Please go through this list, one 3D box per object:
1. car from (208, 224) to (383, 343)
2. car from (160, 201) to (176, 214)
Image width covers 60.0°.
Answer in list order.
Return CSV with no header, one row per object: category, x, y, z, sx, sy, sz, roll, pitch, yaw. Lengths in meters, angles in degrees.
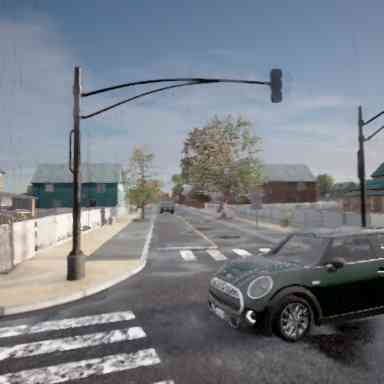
car,2.617,1.563,6.776,4.553,1.767,2.097,-1,-2,-19
car,-4.125,2.600,55.546,2.150,2.045,5.566,0,-1,-6
